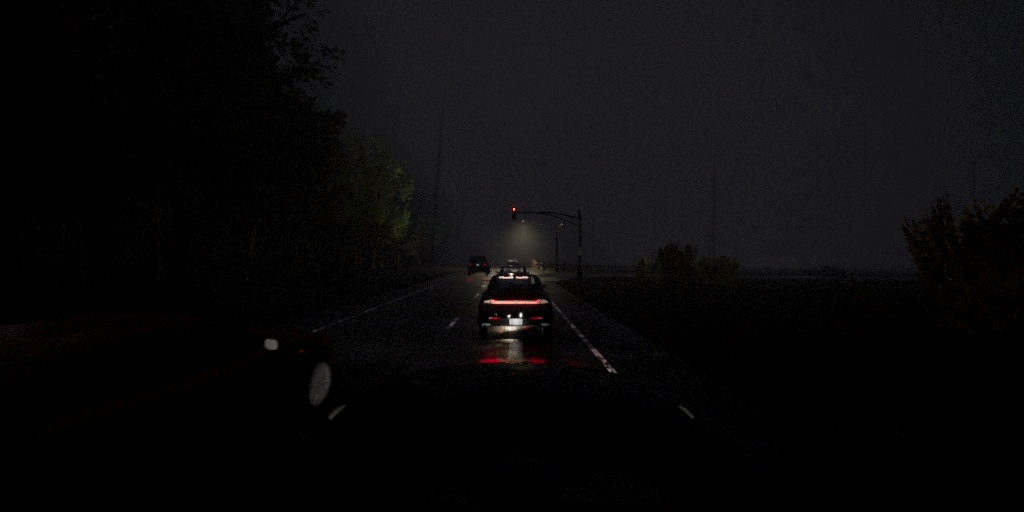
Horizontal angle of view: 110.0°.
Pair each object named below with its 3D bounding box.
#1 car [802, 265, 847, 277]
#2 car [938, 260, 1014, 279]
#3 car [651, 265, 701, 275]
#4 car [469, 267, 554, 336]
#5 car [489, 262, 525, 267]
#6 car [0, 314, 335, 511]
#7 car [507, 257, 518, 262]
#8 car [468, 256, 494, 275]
[{"bbox_3d":[36.829,1.798,42.328,4.181,1.385,1.994,1,-1,0],"label":"car"},{"bbox_3d":[50.195,1.539,38.696,5.566,2.045,2.150,1,-1,1],"label":"car"},{"bbox_3d":[19.322,1.590,42.373,5.357,1.411,2.033,1,-1,0],"label":"car"},{"bbox_3d":[0.084,1.249,10.384,2.128,1.511,4.902,0,0,0],"label":"car"},{"bbox_3d":[0.065,1.257,19.782,2.128,1.511,4.902,0,0,0],"label":"car"},{"bbox_3d":[-3.399,1.229,3.019,1.882,1.535,5.008,0,0,0],"label":"car"},{"bbox_3d":[0.076,1.280,56.298,2.128,1.511,4.902,0,0,-3],"label":"car"},{"bbox_3d":[-3.483,1.002,38.870,2.150,2.045,5.566,0,0,0],"label":"car"}]
